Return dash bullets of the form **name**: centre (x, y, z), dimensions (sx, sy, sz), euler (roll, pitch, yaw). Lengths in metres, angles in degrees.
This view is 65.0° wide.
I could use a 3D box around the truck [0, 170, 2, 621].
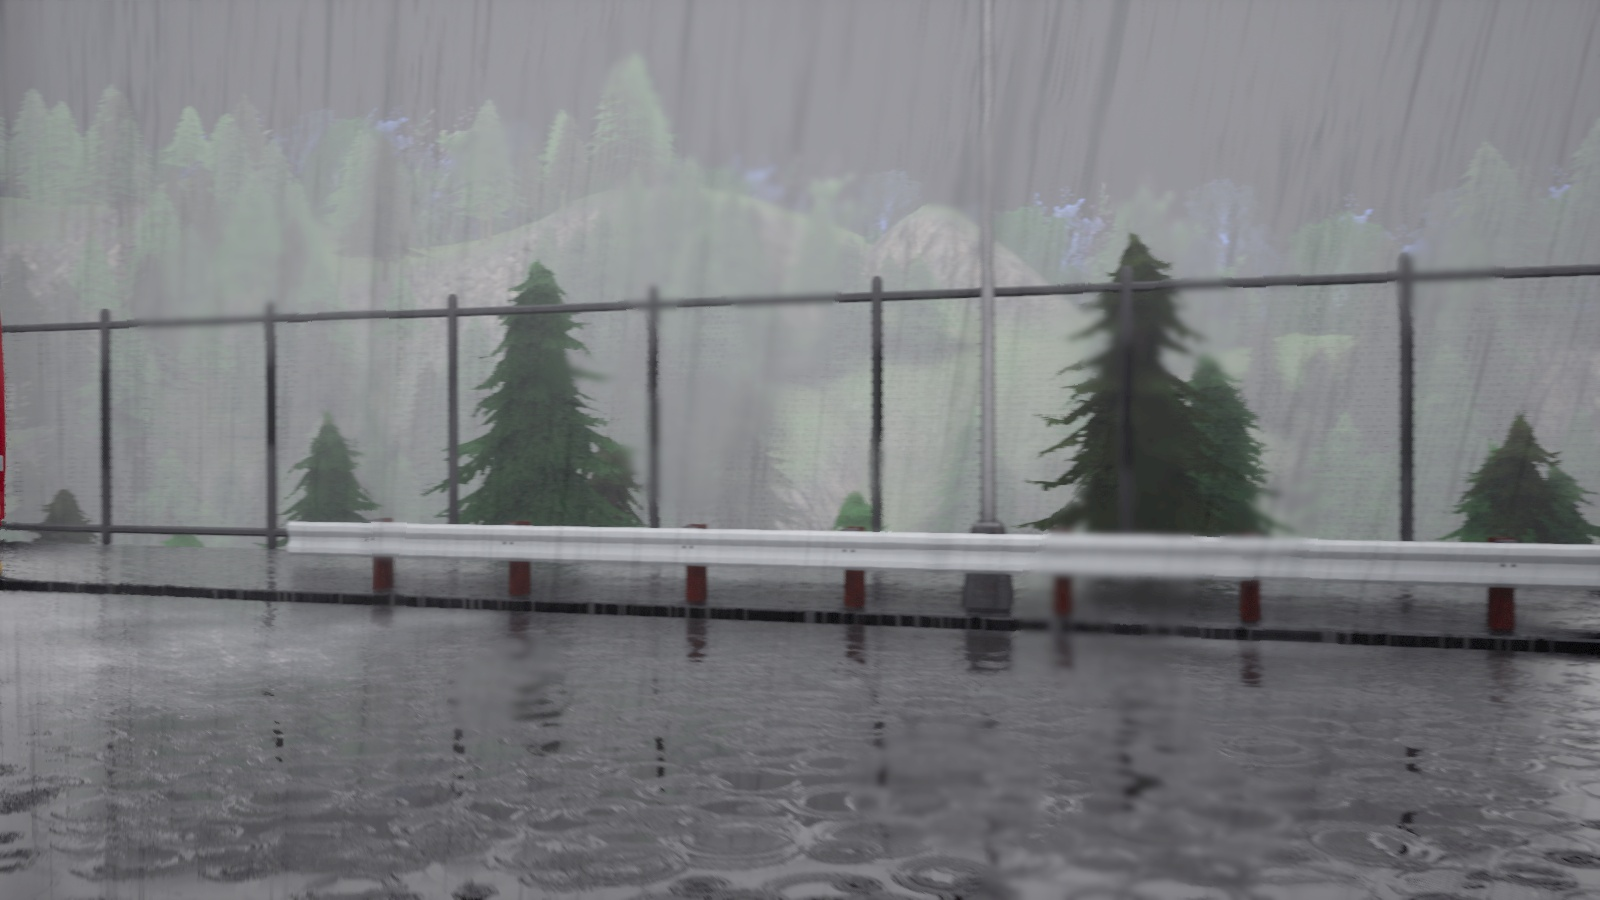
- **truck**: centre (-11.180, -0.466, 11.514), dimensions (8.468, 3.827, 2.891), euler (0, 0, 30)
